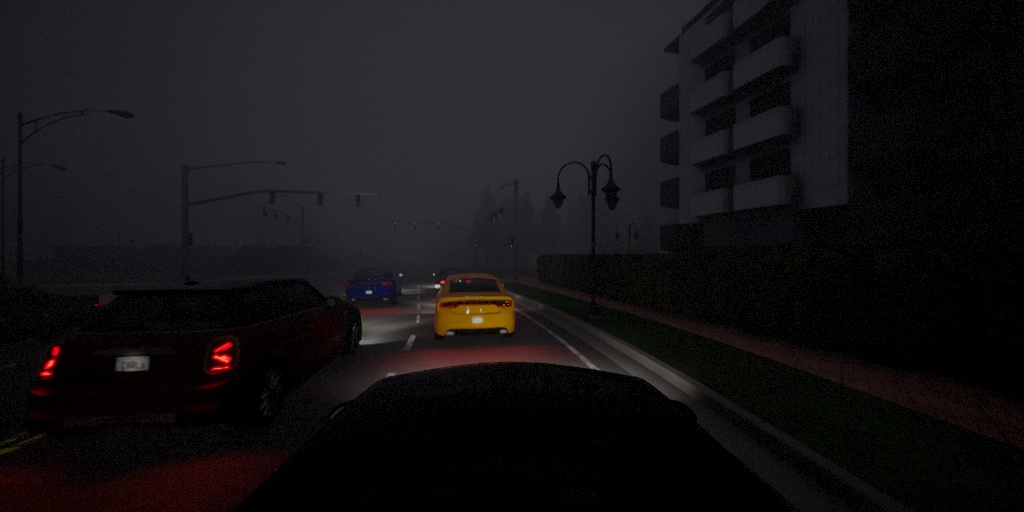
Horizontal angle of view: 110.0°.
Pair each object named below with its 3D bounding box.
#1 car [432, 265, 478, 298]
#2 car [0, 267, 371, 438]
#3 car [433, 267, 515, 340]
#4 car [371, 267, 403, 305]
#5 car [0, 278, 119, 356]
[{"bbox_3d":[-3.289,1.291,19.713,2.033,1.411,5.357,0,0,-14],"label":"car"},{"bbox_3d":[-4.036,1.100,5.705,2.097,1.767,4.553,0,0,-6],"label":"car"},{"bbox_3d":[-1.161,1.225,10.121,1.882,1.535,5.008,0,0,-10],"label":"car"},{"bbox_3d":[-5.976,1.223,15.939,1.882,1.535,5.008,0,0,-14],"label":"car"},{"bbox_3d":[-11.217,1.296,6.913,2.033,1.411,5.357,0,0,-10],"label":"car"}]
